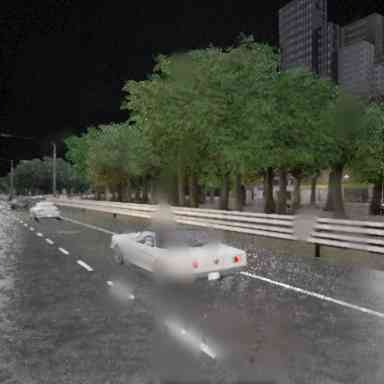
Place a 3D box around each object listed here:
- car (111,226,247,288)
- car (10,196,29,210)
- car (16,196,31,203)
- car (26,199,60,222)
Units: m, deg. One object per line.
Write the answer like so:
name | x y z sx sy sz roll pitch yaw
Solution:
car | -0.694 1.620 9.433 1.895 1.301 4.718 0 0 -33
car | -22.391 1.522 43.228 2.128 1.511 4.902 0 0 -33
car | -35.577 1.550 70.162 1.837 1.490 4.892 0 0 -15
car | -11.937 1.558 26.941 1.812 1.442 4.674 0 0 -33
